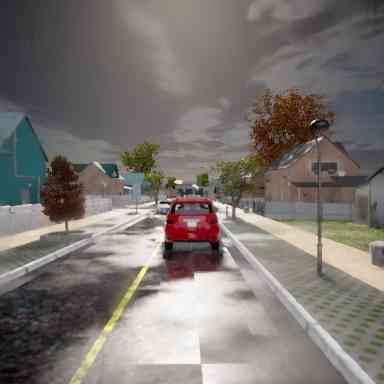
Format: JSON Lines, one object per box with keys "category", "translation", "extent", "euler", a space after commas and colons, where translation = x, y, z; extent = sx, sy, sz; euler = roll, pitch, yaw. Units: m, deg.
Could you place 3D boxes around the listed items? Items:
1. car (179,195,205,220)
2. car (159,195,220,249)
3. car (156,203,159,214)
{"category": "car", "translation": [0.001, 1.284, 29.689], "extent": [2.150, 2.045, 5.566], "euler": [0, 0, 0]}
{"category": "car", "translation": [0.001, 1.262, 14.684], "extent": [2.150, 2.045, 5.566], "euler": [0, 0, 0]}
{"category": "car", "translation": [-2.750, 1.598, 35.663], "extent": [1.812, 1.442, 4.674], "euler": [0, 0, 0]}
